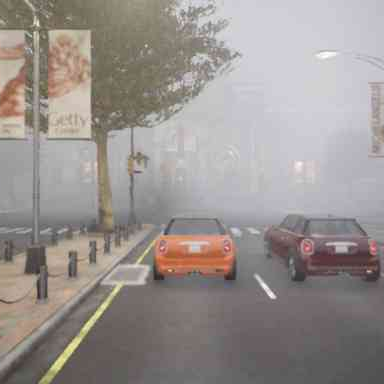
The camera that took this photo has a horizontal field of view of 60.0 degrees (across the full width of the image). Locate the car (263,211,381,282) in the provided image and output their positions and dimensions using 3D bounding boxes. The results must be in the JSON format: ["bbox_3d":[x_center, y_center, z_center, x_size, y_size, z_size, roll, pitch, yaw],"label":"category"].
[{"bbox_3d":[3.574,1.386,10.040,2.097,1.767,4.553,0,0,0],"label":"car"}]

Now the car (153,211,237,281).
[{"bbox_3d":[0.075,1.387,10.132,2.097,1.767,4.553,0,0,0],"label":"car"}]
